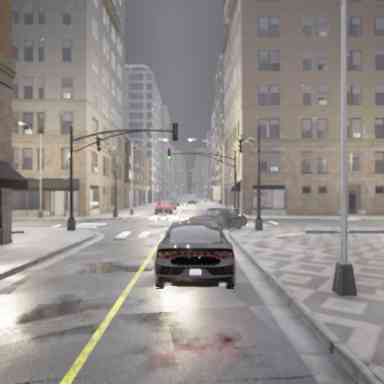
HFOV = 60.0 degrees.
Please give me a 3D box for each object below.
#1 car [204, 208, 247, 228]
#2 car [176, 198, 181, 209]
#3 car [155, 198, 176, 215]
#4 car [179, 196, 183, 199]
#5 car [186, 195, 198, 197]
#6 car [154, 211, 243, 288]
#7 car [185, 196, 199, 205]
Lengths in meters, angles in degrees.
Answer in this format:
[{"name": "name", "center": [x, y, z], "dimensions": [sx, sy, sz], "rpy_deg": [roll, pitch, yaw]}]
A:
[{"name": "car", "center": [1.695, 1.679, 20.411], "dimensions": [2.033, 1.411, 5.357], "rpy_deg": [0, 0, 28]}, {"name": "car", "center": [-3.095, 1.850, 47.889], "dimensions": [2.033, 1.411, 5.357], "rpy_deg": [0, 0, 0]}, {"name": "car", "center": [-3.121, 1.718, 38.159], "dimensions": [1.882, 1.535, 5.008], "rpy_deg": [0, 0, -1]}, {"name": "car", "center": [-3.103, 1.872, 58.064], "dimensions": [1.837, 1.490, 4.892], "rpy_deg": [0, 0, 0]}, {"name": "car", "center": [-0.060, 2.027, 79.287], "dimensions": [1.812, 1.442, 4.674], "rpy_deg": [0, 0, 0]}, {"name": "car", "center": [0.074, 1.538, 9.436], "dimensions": [1.882, 1.535, 5.008], "rpy_deg": [0, 0, 0]}, {"name": "car", "center": [0.030, 2.038, 69.195], "dimensions": [1.895, 1.301, 4.718], "rpy_deg": [0, 0, 0]}]
